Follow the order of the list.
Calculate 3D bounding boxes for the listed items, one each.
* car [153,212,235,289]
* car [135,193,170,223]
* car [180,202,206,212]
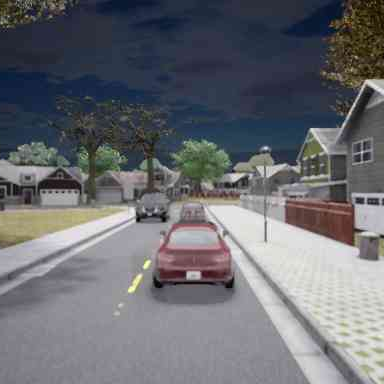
[{"bbox_3d":[0.059,1.487,8.960,1.812,1.442,4.674,0,0,1],"label":"car"},{"bbox_3d":[-2.824,1.118,25.021,2.150,2.045,5.566,0,0,0],"label":"car"},{"bbox_3d":[0.072,1.443,25.500,2.033,1.411,5.357,0,0,0],"label":"car"}]
